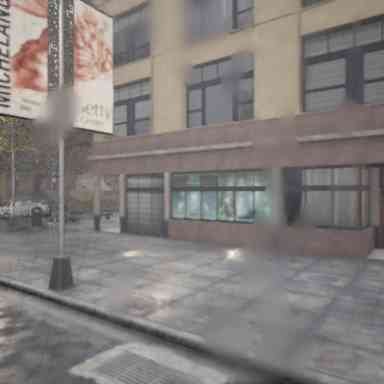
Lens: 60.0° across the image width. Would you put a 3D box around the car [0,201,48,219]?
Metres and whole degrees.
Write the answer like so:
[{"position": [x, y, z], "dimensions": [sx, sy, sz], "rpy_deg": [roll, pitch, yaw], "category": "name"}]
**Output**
[{"position": [-15.110, 1.529, 29.440], "dimensions": [1.812, 1.442, 4.674], "rpy_deg": [0, 0, 35], "category": "car"}]
